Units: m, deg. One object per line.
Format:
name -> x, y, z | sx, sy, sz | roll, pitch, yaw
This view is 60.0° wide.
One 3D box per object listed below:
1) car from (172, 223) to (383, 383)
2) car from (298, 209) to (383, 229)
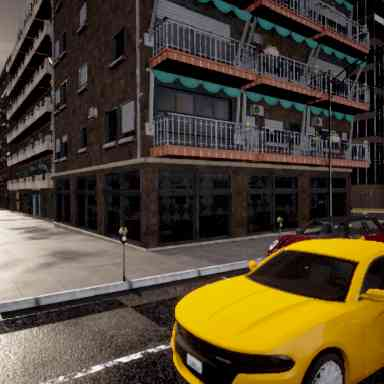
car -> 2.057, 1.477, 4.846 | 5.008, 1.535, 1.882 | 0, 0, -36
car -> 3.987, 1.438, 9.431 | 4.097, 1.590, 1.967 | 0, -1, -36
